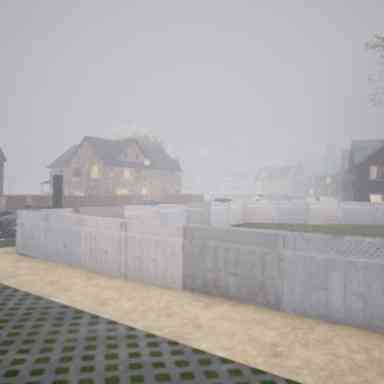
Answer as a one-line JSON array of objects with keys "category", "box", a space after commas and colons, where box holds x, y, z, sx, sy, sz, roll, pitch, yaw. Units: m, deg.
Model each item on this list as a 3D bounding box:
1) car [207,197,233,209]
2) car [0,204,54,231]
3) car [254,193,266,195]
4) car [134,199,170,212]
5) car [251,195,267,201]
[{"category": "car", "box": [3.458, 1.439, 39.631, 1.837, 1.490, 4.892, 2, 2, 28]}, {"category": "car", "box": [-10.103, 1.474, 20.765, 2.033, 1.411, 5.357, 2, 1, 37]}, {"category": "car", "box": [11.668, 1.202, 57.754, 2.150, 2.045, 5.566, 1, 0, 3]}, {"category": "car", "box": [-3.779, 1.415, 29.158, 2.128, 1.511, 4.902, 2, 1, 37]}, {"category": "car", "box": [9.605, 1.570, 46.637, 2.033, 1.411, 5.357, 1, 0, 17]}]
